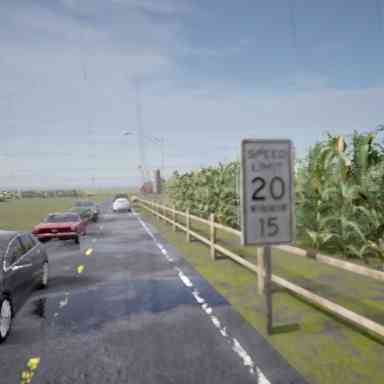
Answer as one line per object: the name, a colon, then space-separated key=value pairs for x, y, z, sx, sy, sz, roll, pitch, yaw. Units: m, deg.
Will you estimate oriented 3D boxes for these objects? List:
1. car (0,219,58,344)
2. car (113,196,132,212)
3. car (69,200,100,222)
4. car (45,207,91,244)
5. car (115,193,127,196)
car: x=-4.056 y=1.569 z=6.342 sx=1.837 sy=1.490 sz=4.892 roll=-1 pitch=0 yaw=-13
car: x=-8.095 y=1.495 z=38.469 sx=1.812 sy=1.442 sz=4.674 roll=-1 pitch=0 yaw=-12
car: x=-8.356 y=1.403 z=25.938 sx=2.097 sy=1.767 sz=4.553 roll=-1 pitch=0 yaw=-13
car: x=-6.185 y=1.658 z=16.028 sx=1.895 sy=1.301 sz=4.718 roll=-1 pitch=0 yaw=-12
car: x=-10.390 y=1.186 z=48.851 sx=2.150 sy=2.045 sz=5.566 roll=-1 pitch=0 yaw=-12
